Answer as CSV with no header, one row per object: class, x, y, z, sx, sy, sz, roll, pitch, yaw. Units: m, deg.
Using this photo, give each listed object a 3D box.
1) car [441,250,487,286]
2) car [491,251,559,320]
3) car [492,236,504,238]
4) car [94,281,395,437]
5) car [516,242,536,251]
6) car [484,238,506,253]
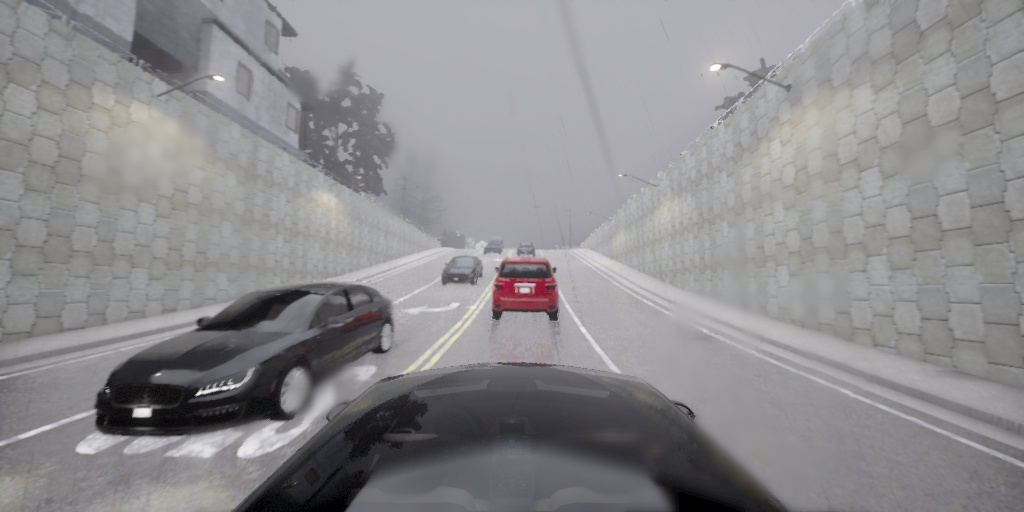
car,-2.859,0.729,21.414,1.882,1.535,5.008,0,5,2
car,0.502,1.018,13.394,2.150,2.045,5.566,1,2,2
car,-1.763,-1.796,45.411,1.837,1.490,4.892,0,4,2
car,-3.508,1.242,5.925,1.837,1.490,4.892,0,1,3
car,1.476,-0.777,37.559,2.128,1.511,4.902,0,6,3
car,-2.006,-0.892,39.767,1.895,1.301,4.718,0,5,3
